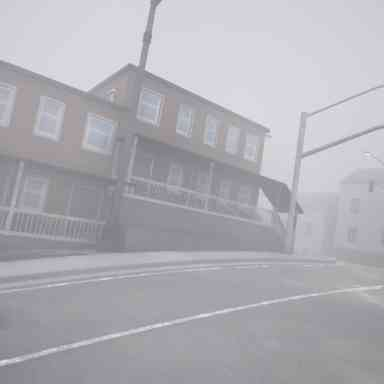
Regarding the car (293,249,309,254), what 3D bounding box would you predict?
[{"bbox_3d":[8.836,5.850,30.368,2.128,1.511,4.902,13,-16,-34],"label":"car"}]
